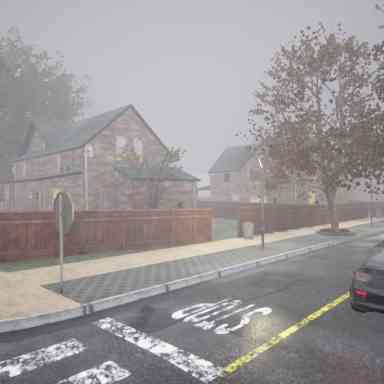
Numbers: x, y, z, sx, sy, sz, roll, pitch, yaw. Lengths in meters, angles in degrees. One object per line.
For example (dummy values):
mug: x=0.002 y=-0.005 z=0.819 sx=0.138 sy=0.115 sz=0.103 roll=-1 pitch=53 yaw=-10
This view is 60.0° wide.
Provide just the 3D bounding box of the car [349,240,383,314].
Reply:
car: x=4.752 y=1.615 z=6.873 sx=1.812 sy=1.442 sz=4.674 roll=-1 pitch=-1 yaw=43
